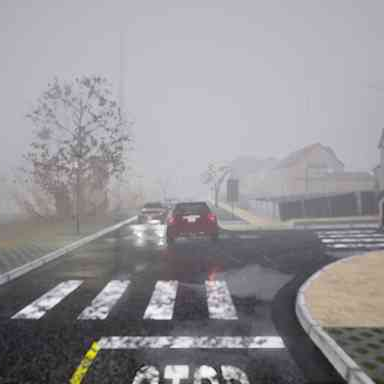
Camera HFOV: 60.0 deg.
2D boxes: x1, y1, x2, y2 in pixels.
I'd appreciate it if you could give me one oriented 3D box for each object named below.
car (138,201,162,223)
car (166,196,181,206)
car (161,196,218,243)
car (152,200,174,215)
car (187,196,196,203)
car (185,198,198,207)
[{"bbox_3d":[-2.916,1.500,25.199,1.812,1.442,4.674,0,0,0],"label":"car"},{"bbox_3d":[-2.957,1.454,55.020,2.128,1.511,4.902,0,0,0],"label":"car"},{"bbox_3d":[-0.012,1.208,15.291,2.097,1.767,4.553,-3,-2,0],"label":"car"},{"bbox_3d":[-2.943,1.570,34.833,1.895,1.301,4.718,0,0,0],"label":"car"},{"bbox_3d":[-0.098,1.490,67.551,1.812,1.442,4.674,0,0,0],"label":"car"},{"bbox_3d":[-0.045,1.563,52.083,1.895,1.301,4.718,0,0,0],"label":"car"}]
